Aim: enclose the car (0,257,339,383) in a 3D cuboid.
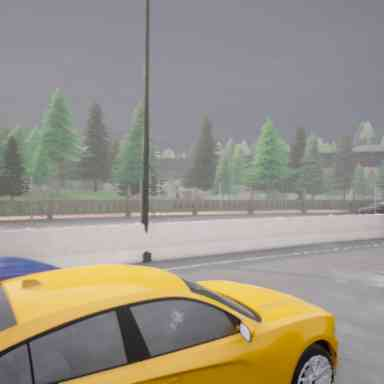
[{"bbox_3d":[-0.624,1.472,3.150,5.008,1.535,1.882,0,0,-35],"label":"car"}]
